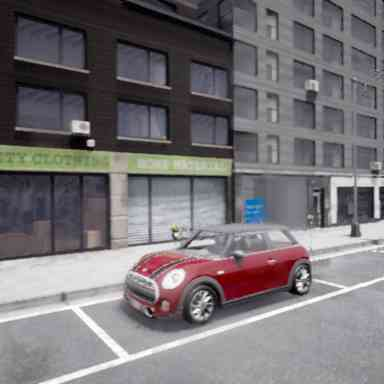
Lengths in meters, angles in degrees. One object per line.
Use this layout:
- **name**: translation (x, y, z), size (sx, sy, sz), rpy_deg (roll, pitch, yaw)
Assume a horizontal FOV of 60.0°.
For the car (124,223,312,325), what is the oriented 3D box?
- **car**: translation (0.643, 1.440, 7.001), size (4.097, 1.590, 1.967), rpy_deg (0, -1, -35)
